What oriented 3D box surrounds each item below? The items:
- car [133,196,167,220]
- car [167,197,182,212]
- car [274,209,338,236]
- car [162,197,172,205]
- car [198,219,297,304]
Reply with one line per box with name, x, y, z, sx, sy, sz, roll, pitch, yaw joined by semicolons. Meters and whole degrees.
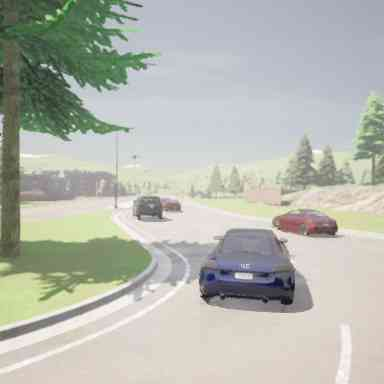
car;-4.014;1.362;29.873;2.150;2.045;5.566;0;0;-15
car;-2.415;1.683;41.561;1.882;1.535;5.008;0;0;-8
car;6.424;1.683;19.312;1.994;1.385;4.181;0;0;-17
car;-5.318;1.819;69.926;1.882;1.535;5.008;0;0;-5
car;1.445;1.611;8.409;1.994;1.385;4.181;0;0;13
